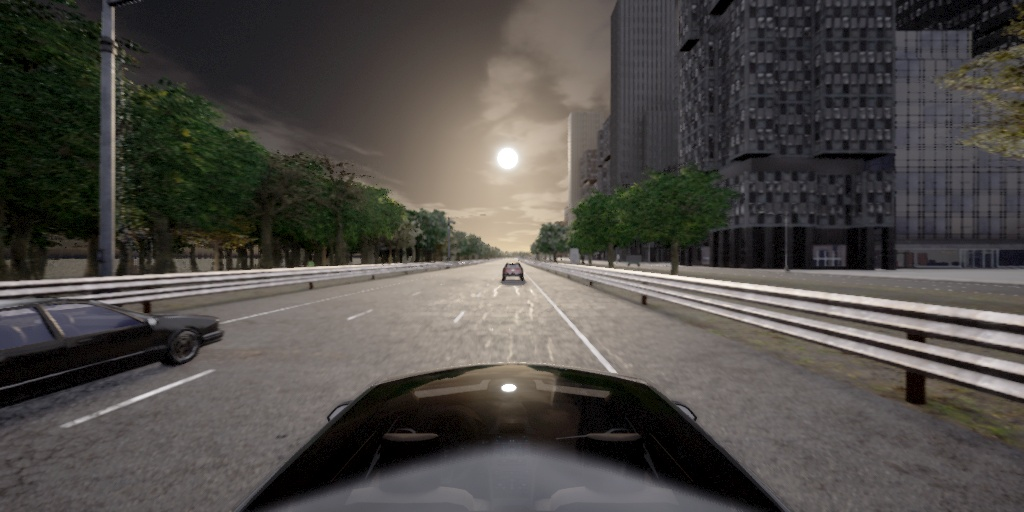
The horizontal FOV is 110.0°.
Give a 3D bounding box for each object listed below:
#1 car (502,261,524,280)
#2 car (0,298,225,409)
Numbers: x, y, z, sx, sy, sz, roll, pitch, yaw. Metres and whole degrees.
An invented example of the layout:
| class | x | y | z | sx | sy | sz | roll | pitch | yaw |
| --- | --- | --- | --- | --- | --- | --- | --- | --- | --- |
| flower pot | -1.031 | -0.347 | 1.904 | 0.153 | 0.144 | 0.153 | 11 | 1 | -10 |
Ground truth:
| class | x | y | z | sx | sy | sz | roll | pitch | yaw |
| --- | --- | --- | --- | --- | --- | --- | --- | --- | --- |
| car | 0.084 | 1.347 | 33.740 | 2.033 | 1.649 | 4.856 | 0 | -1 | 0 |
| car | -6.909 | 1.300 | 4.946 | 2.033 | 1.411 | 5.357 | 0 | 0 | 0 |
